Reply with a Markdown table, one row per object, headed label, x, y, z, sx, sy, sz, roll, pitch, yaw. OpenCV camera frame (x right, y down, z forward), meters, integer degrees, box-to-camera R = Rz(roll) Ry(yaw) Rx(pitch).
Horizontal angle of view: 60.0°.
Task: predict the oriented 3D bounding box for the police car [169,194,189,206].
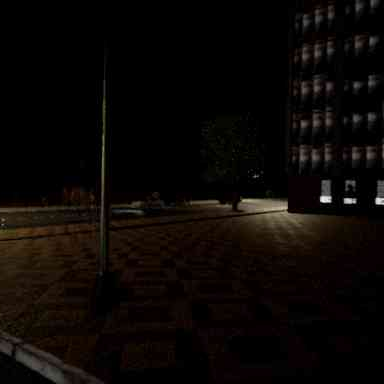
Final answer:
| label | x | y | z | sx | sy | sz | roll | pitch | yaw |
| --- | --- | --- | --- | --- | --- | --- | --- | --- | --- |
| police car | -2.479 | 1.165 | 48.024 | 1.930 | 1.638 | 5.238 | 1 | 1 | 38 |

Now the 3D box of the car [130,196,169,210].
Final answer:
| label | x | y | z | sx | sy | sz | roll | pitch | yaw |
| --- | --- | --- | --- | --- | --- | --- | --- | --- | --- |
| car | -5.233 | 1.336 | 39.441 | 1.812 | 1.442 | 4.674 | 1 | 1 | 38 |

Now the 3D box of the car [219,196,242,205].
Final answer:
| label | x | y | z | sx | sy | sz | roll | pitch | yaw |
| --- | --- | --- | --- | --- | --- | --- | --- | --- | --- |
| car | 6.330 | 1.358 | 53.952 | 1.837 | 1.490 | 4.892 | 1 | 1 | 38 |
